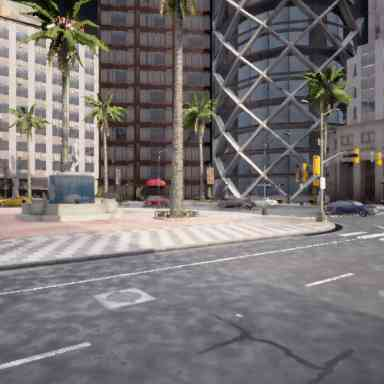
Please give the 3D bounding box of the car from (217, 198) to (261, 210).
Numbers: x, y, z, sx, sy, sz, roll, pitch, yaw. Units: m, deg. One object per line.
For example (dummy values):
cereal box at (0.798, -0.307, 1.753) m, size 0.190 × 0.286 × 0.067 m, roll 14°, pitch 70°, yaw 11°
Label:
car at (5.828, 1.548, 43.636) m, size 5.357 × 1.411 × 2.033 m, roll 0°, pitch 0°, yaw 41°

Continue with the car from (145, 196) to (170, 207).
car at (-4.676, 1.352, 49.968) m, size 4.553 × 1.767 × 2.097 m, roll 0°, pitch 0°, yaw 19°

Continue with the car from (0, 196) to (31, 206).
car at (-28.765, 1.478, 54.458) m, size 5.008 × 1.535 × 1.882 m, roll 0°, pitch 0°, yaw -14°

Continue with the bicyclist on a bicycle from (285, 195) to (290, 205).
bicyclist on a bicycle at (15.720, 1.301, 54.592) m, size 0.582 × 1.620 × 1.656 m, roll 0°, pitch 0°, yaw 42°

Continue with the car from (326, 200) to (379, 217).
car at (15.286, 1.525, 31.917) m, size 1.812 × 1.442 × 4.674 m, roll 0°, pitch 0°, yaw -36°

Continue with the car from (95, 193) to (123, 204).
car at (-15.184, 1.221, 59.390) m, size 5.566 × 2.045 × 2.150 m, roll 0°, pitch 0°, yaw 3°

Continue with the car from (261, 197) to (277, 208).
car at (10.316, 1.526, 49.184) m, size 4.674 × 1.442 × 1.812 m, roll 0°, pitch 0°, yaw 42°
